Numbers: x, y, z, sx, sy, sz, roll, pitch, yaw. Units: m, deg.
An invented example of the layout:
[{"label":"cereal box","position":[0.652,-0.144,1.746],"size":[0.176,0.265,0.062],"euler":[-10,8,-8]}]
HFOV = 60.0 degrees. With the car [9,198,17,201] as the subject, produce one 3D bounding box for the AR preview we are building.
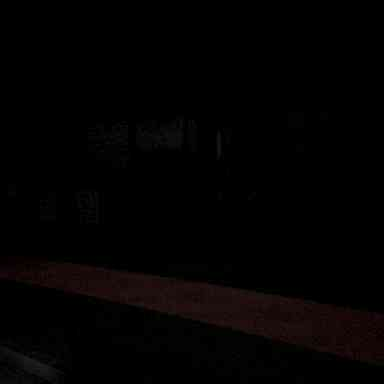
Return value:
[{"label":"car","position":[-17.425,1.337,33.267],"size":[1.837,1.490,4.892],"euler":[0,0,23]}]
